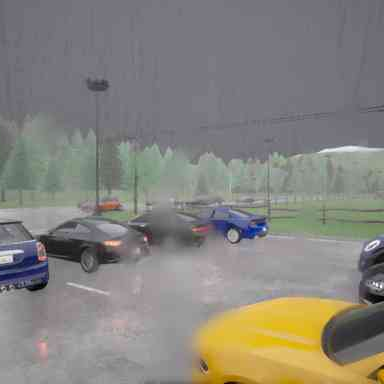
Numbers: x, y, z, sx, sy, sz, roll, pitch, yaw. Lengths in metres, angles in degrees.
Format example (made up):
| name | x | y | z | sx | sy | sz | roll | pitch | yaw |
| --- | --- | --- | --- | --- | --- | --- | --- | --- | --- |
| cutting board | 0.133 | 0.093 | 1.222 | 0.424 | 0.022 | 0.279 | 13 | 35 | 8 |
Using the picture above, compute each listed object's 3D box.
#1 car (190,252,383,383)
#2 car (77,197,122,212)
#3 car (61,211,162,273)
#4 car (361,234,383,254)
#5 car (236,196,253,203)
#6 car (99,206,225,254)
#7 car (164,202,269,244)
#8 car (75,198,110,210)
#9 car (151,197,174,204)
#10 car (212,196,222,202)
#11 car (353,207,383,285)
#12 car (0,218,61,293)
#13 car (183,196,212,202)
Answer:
| name | x | y | z | sx | sy | sz | roll | pitch | yaw |
| --- | --- | --- | --- | --- | --- | --- | --- | --- | --- |
| car | 2.289 | 1.478 | 2.362 | 5.008 | 1.535 | 1.882 | 0 | 0 | 35 |
| car | -9.846 | 1.351 | 36.336 | 2.097 | 1.767 | 4.553 | 0 | 0 | 34 |
| car | -3.408 | 1.526 | 10.665 | 4.674 | 1.442 | 1.812 | 0 | 0 | 36 |
| car | 5.069 | 1.492 | 4.677 | 4.902 | 1.511 | 2.128 | 0 | 0 | 35 |
| car | 10.241 | 1.525 | 64.151 | 1.812 | 1.442 | 4.674 | 0 | 0 | 37 |
| car | -1.356 | 1.505 | 13.502 | 4.892 | 1.490 | 1.837 | 0 | 0 | 36 |
| car | 1.164 | 1.478 | 15.996 | 5.008 | 1.535 | 1.882 | 0 | 0 | 36 |
| car | -13.097 | 1.563 | 43.995 | 1.994 | 1.385 | 4.181 | 0 | 0 | 36 |
| car | -4.855 | 1.526 | 55.403 | 1.812 | 1.442 | 4.674 | 0 | 0 | 36 |
| car | 4.361 | 1.502 | 67.906 | 1.837 | 1.490 | 4.892 | 0 | 0 | 37 |
| car | 6.524 | 1.352 | 7.937 | 4.553 | 1.767 | 2.097 | 0 | 0 | 35 |
| car | -5.400 | 1.352 | 7.785 | 4.553 | 1.767 | 2.097 | 0 | 0 | 36 |
| car | 0.614 | 1.601 | 51.031 | 1.895 | 1.301 | 4.718 | 0 | 0 | 36 |
